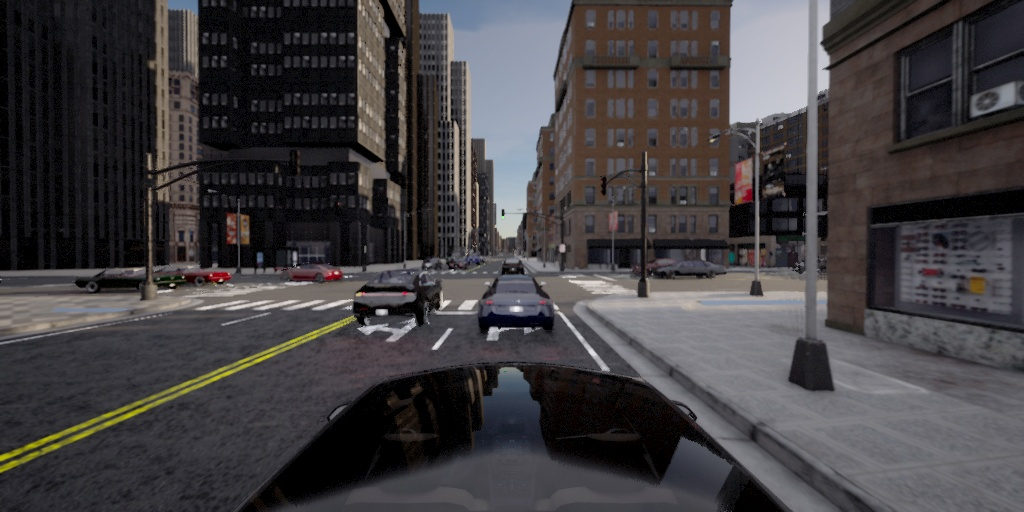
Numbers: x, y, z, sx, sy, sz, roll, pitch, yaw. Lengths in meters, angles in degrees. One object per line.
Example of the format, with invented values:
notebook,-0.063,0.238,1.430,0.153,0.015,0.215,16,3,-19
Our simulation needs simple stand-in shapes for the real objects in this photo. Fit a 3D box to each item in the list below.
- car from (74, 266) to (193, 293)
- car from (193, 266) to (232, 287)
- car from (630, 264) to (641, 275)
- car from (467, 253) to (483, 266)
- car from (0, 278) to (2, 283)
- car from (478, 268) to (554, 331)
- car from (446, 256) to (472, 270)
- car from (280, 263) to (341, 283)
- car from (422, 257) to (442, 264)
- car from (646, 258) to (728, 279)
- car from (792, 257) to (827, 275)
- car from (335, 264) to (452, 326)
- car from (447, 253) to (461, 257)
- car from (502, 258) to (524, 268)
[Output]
car,-21.420,1.345,20.319,4.718,1.301,1.895,0,1,1
car,-21.327,1.313,23.583,4.718,1.301,1.895,0,1,0
car,12.447,0.924,30.404,4.674,1.442,1.812,0,1,0
car,-6.531,0.531,59.777,2.150,2.045,5.566,0,0,1
car,-36.749,1.399,23.605,4.181,1.385,1.994,0,1,0
car,0.100,1.242,10.680,1.994,1.385,4.181,0,0,0
car,-6.582,0.981,44.475,1.994,1.385,4.181,0,0,1
car,-14.575,1.198,26.099,4.181,1.385,1.994,0,0,10
car,-9.847,0.909,44.395,2.128,1.511,4.902,0,0,-1
car,13.271,0.971,27.159,5.357,1.411,2.033,0,1,0
car,26.653,0.808,30.558,4.892,1.490,1.837,-1,1,-1
car,-3.364,1.165,11.342,2.128,1.511,4.902,0,0,-3
car,-9.770,0.522,60.933,2.150,2.045,5.566,0,0,0
car,0.090,0.939,32.740,1.882,1.535,5.008,0,0,0
